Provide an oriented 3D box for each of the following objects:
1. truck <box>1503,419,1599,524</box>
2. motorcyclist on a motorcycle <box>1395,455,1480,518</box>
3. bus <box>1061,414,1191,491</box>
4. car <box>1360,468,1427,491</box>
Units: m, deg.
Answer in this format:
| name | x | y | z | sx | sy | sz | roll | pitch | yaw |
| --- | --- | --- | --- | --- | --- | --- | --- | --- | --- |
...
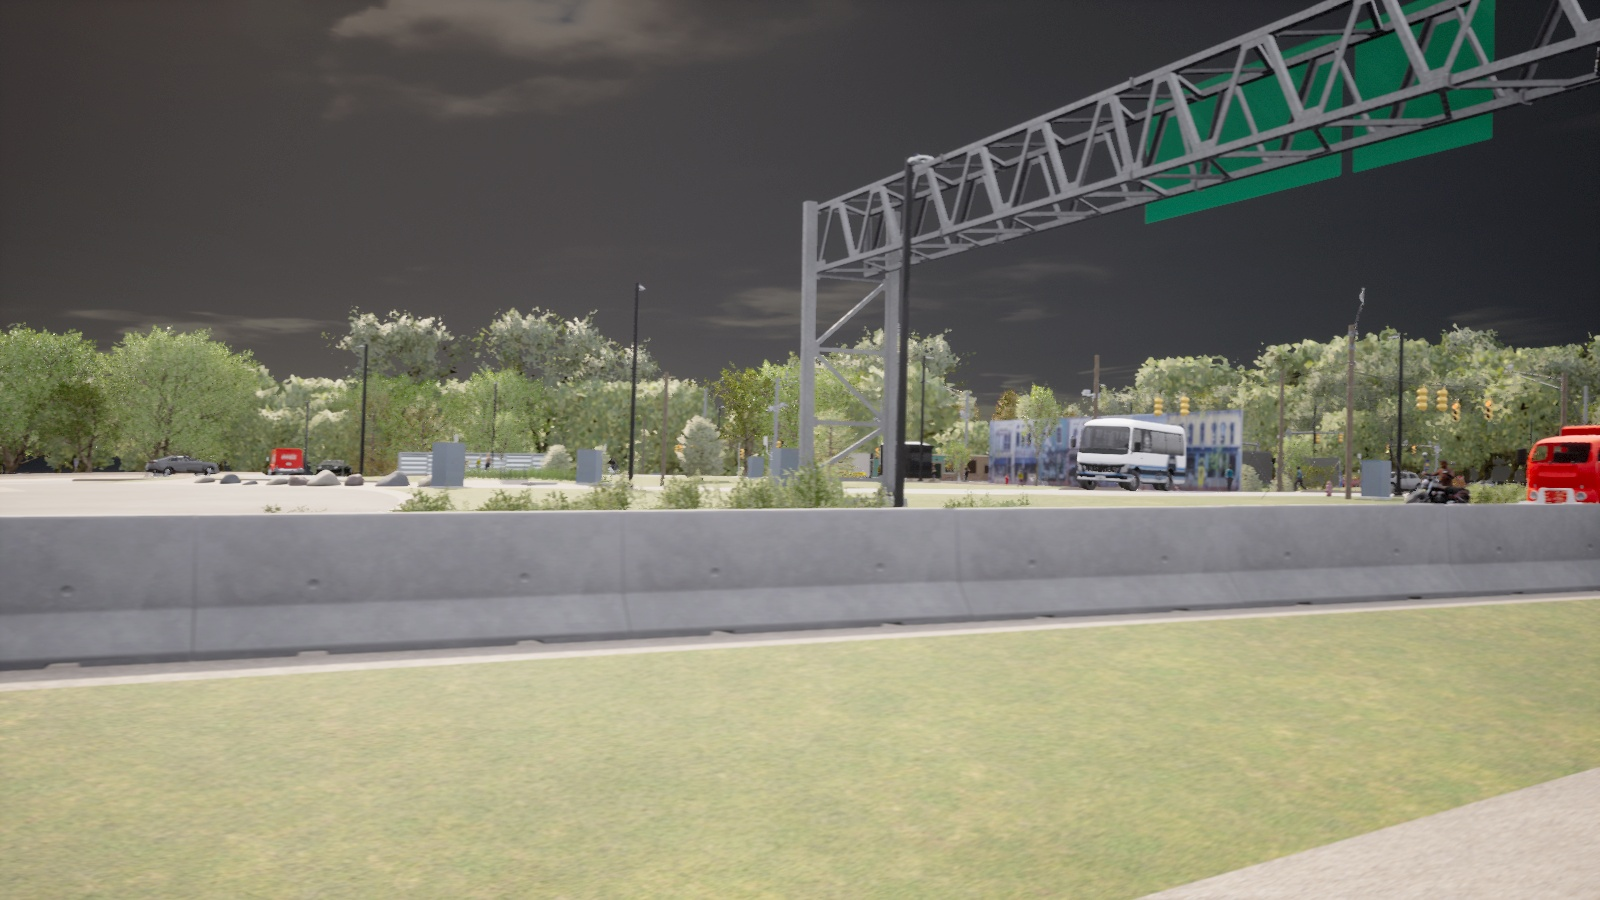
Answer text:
| name | x | y | z | sx | sy | sz | roll | pitch | yaw |
| --- | --- | --- | --- | --- | --- | --- | --- | --- | --- |
| truck | 20.618 | 0.530 | 31.567 | 5.204 | 2.467 | 2.627 | 1 | -1 | -26 |
| motorcyclist on a motorcycle | 17.143 | 0.974 | 33.757 | 2.350 | 1.649 | 0.766 | 0 | -1 | -26 |
| bus | 19.908 | 0.227 | 76.017 | 3.944 | 4.253 | 10.273 | 3 | 0 | 36 |
| car | 39.465 | 1.984 | 83.526 | 3.806 | 1.475 | 1.970 | 1 | -1 | -22 |
